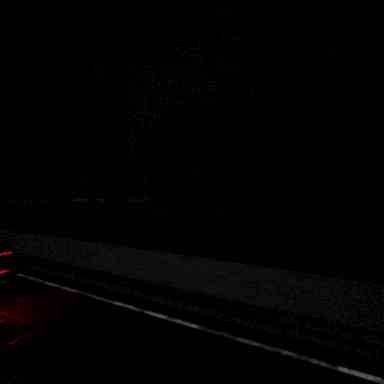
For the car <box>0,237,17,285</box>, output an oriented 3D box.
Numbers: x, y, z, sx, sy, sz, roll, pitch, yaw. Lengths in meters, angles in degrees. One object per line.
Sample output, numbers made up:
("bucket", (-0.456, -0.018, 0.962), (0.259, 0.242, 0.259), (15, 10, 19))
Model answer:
("car", (-6.123, 1.456, 8.060), (4.892, 1.490, 1.837), (1, 1, 36))
